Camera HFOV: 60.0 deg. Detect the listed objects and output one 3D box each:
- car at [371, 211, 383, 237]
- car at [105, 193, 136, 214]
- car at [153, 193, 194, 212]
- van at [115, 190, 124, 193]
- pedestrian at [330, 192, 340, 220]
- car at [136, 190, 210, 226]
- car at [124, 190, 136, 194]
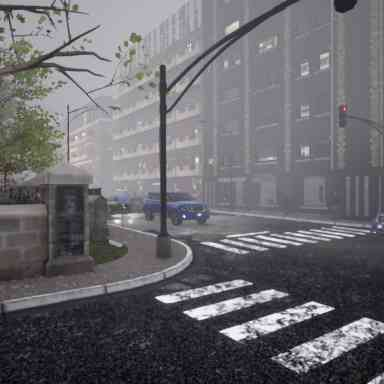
[{"bbox_3d":[11.072,1.211,14.700,5.566,2.045,2.150,1,2,0],"label":"car"},{"bbox_3d":[-6.855,1.098,29.322,1.994,1.385,4.181,0,1,-36],"label":"car"},{"bbox_3d":[-1.873,0.949,32.341,1.967,1.590,4.097,1,1,-36],"label":"car"},{"bbox_3d":[-8.401,0.654,41.249,1.690,1.788,3.998,1,1,-36],"label":"van"},{"bbox_3d":[9.402,0.902,21.910,0.375,1.860,0.375,1,-1,-36],"label":"pedestrian"},{"bbox_3d":[-1.194,0.926,21.594,2.150,2.045,5.566,0,1,-36],"label":"car"},{"bbox_3d":[-5.136,0.726,36.794,2.192,1.841,5.009,1,1,-36],"label":"car"}]
